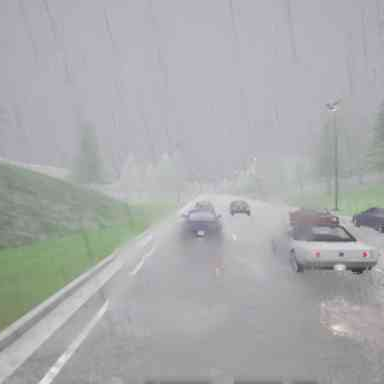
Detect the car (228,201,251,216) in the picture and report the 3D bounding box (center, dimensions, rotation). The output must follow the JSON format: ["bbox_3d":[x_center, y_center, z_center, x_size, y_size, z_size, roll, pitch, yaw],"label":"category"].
[{"bbox_3d":[4.668,1.558,33.126,2.033,1.411,5.357,0,0,2],"label":"car"}]

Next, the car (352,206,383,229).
[{"bbox_3d":[11.093,1.544,19.327,1.812,1.442,4.674,0,0,2],"label":"car"}]

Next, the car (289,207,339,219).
[{"bbox_3d":[7.676,1.614,21.512,1.895,1.301,4.718,0,0,2],"label":"car"}]

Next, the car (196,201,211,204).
[{"bbox_3d":[1.219,1.607,34.374,1.895,1.301,4.718,0,0,2],"label":"car"}]

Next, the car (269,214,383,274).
[{"bbox_3d":[3.784,1.608,10.592,1.895,1.301,4.718,0,0,1],"label":"car"}]

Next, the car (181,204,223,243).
[{"bbox_3d":[0.475,1.528,16.022,1.812,1.442,4.674,0,0,2],"label":"car"}]
